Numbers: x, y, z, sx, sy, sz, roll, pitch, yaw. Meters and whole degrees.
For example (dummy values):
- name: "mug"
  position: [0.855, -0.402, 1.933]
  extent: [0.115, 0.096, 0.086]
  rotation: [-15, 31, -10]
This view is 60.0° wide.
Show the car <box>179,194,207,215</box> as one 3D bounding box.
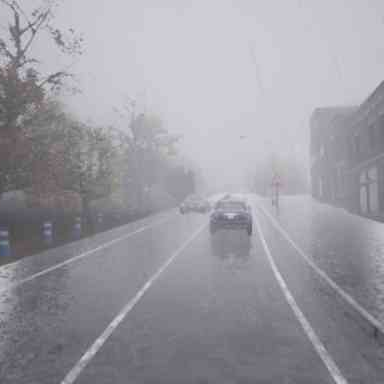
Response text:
- name: "car"
  position: [0.295, 0.977, 28.568]
  extent: [2.097, 1.767, 4.553]
  rotation: [0, 1, 9]

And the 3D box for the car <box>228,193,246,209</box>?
- name: "car"
  position: [5.012, 0.932, 36.570]
  extent: [1.812, 1.442, 4.674]
  rotation: [-1, 1, 9]

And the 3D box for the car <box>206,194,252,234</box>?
- name: "car"
  position: [2.186, 1.169, 18.229]
  extent: [2.097, 1.767, 4.553]
  rotation: [0, 1, 8]
